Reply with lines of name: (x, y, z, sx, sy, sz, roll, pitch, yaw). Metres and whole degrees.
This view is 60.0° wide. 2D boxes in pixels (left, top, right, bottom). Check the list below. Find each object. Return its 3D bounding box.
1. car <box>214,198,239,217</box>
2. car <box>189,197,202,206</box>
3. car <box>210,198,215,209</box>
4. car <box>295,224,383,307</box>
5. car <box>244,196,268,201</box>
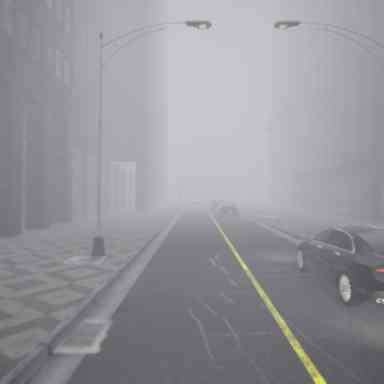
car: (3.397, 1.569, 31.795, 1.812, 1.442, 4.674, 0, 0, 1)
car: (0.618, 1.519, 54.771, 1.882, 1.535, 5.008, 0, 0, 1)
car: (3.518, 1.532, 45.084, 1.882, 1.535, 5.008, 0, 0, 1)
car: (3.976, 1.540, 8.042, 1.837, 1.490, 4.892, 0, 0, 1)
car: (16.298, 1.727, 84.701, 4.403, 1.369, 2.008, 1, -1, 0)
